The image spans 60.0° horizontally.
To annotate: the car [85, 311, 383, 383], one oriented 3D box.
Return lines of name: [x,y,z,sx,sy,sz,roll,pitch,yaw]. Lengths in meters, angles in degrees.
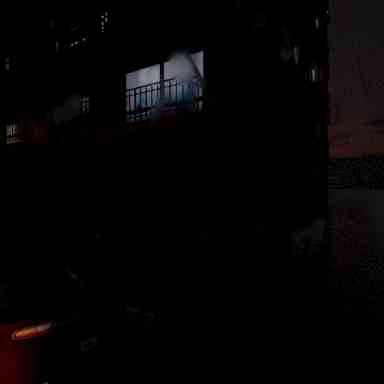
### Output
car: [1.642,1.566,1.706,4.313,1.339,1.947,0,0,35]

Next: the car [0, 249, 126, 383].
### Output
car: [-2.951,1.545,4.973,4.507,1.381,1.887,0,0,35]
